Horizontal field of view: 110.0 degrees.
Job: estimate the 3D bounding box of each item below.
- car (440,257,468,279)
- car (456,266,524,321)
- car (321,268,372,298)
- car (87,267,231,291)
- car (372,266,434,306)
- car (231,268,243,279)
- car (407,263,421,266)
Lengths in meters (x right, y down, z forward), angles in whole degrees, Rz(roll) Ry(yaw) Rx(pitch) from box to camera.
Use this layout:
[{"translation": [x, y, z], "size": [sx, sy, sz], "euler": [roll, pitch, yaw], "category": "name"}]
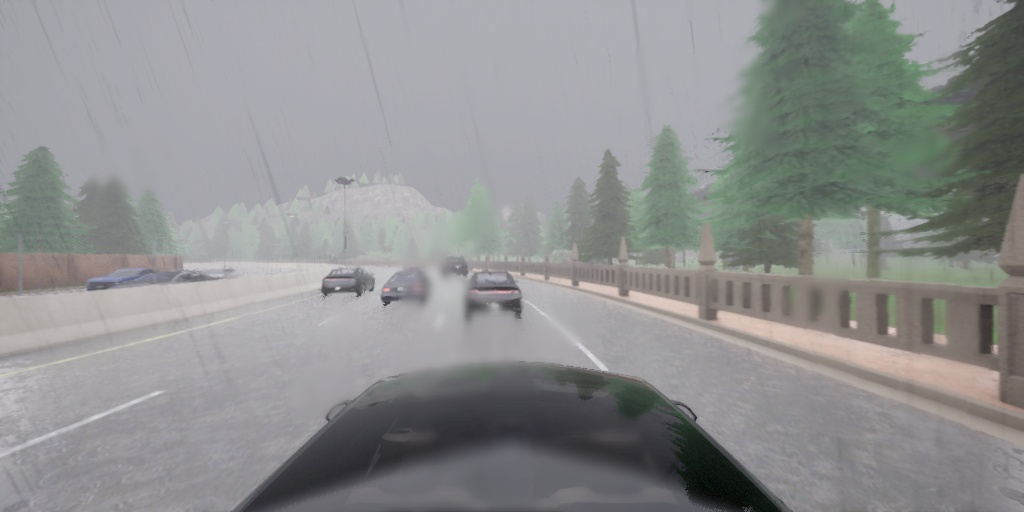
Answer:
[{"translation": [-5.789, 1.148, 35.558], "size": [2.150, 2.045, 5.566], "euler": [0, 0, -18], "category": "car"}, {"translation": [-0.751, 1.290, 12.806], "size": [2.128, 1.511, 4.902], "euler": [0, 0, -6], "category": "car"}, {"translation": [-8.848, 1.382, 19.711], "size": [2.128, 1.511, 4.902], "euler": [0, 0, -10], "category": "car"}, {"translation": [-15.486, 1.422, 16.189], "size": [2.128, 1.511, 4.902], "euler": [0, 0, -10], "category": "car"}, {"translation": [-4.706, 1.392, 16.578], "size": [2.033, 1.411, 5.357], "euler": [0, 0, -9], "category": "car"}, {"translation": [-21.286, 1.539, 25.975], "size": [1.812, 1.442, 4.674], "euler": [0, 0, -16], "category": "car"}, {"translation": [-10.181, 1.494, 37.353], "size": [1.812, 1.442, 4.674], "euler": [0, 0, -20], "category": "car"}]
